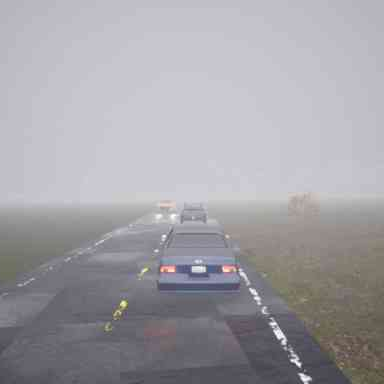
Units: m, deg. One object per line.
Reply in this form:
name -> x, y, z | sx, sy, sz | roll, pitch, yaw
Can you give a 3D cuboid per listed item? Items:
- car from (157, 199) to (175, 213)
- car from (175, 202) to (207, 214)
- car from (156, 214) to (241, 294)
car -> -2.744, 1.490, 36.741 | 1.882, 1.535, 5.008 | 0, 0, 1
car -> 0.100, 1.498, 24.427 | 2.128, 1.511, 4.902 | 0, 0, 0
car -> 0.113, 1.549, 8.962 | 2.033, 1.411, 5.357 | 0, 0, 0
